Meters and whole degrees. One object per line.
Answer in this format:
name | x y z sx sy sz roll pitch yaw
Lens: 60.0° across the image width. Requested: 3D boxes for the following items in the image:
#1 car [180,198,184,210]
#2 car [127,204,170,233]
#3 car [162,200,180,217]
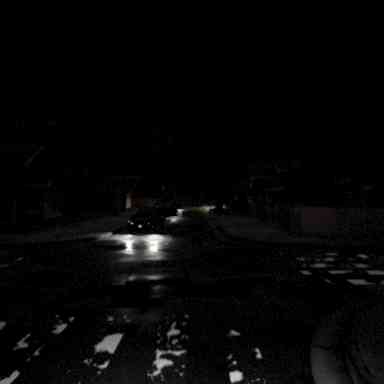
car | -2.706 2.183 56.236 1.837 1.490 4.892 0 -1 0
car | -2.866 1.763 21.764 1.837 1.490 4.892 0 -1 4
car | -2.720 1.930 37.866 1.882 1.535 5.008 0 -1 0
